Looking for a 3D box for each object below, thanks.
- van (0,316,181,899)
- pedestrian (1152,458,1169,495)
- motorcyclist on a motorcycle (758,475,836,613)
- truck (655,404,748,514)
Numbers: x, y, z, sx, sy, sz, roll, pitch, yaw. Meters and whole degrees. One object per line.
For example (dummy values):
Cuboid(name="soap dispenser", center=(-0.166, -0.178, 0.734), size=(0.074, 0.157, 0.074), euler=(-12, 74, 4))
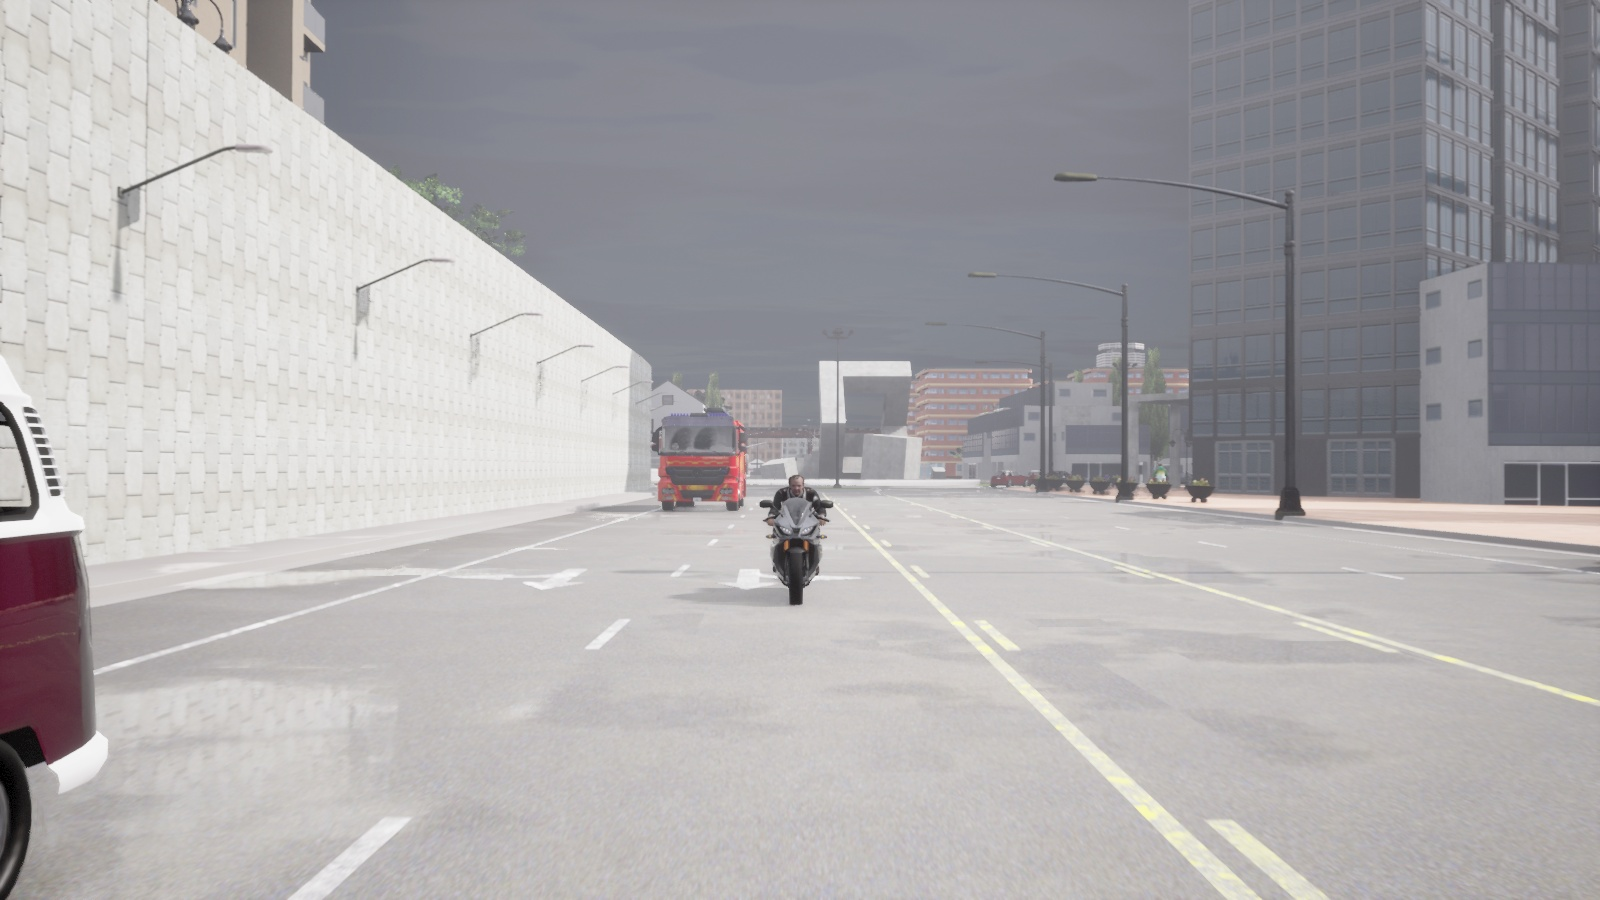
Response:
Cuboid(name="van", center=(-3.508, 0.591, 2.775), size=(2.069, 2.038, 4.480), euler=(0, -1, 0))
Cuboid(name="pedestrian", center=(19.126, 1.421, 66.582), size=(0.659, 1.952, 0.873), euler=(0, -1, 1))
Cuboid(name="motorcyclist on a motorcycle", center=(-0.036, 1.075, 15.175), size=(0.866, 1.530, 2.191), euler=(0, -1, 0))
Cuboid(name="truck", center=(-3.627, 0.386, 48.194), size=(2.891, 3.827, 8.468), euler=(0, -1, 0))
